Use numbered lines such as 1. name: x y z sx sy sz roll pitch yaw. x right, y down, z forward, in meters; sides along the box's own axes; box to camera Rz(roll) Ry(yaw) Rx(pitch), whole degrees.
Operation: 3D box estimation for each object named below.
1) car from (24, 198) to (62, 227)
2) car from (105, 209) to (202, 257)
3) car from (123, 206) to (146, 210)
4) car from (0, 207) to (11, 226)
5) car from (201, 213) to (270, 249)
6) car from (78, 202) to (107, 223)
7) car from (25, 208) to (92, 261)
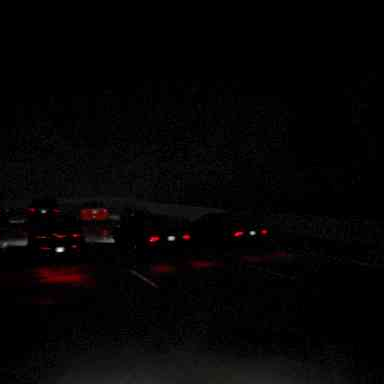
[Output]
1. car: -11.106 1.433 25.089 2.150 2.045 5.566 0 0 -23
2. car: -1.844 1.670 13.739 2.033 1.411 5.357 0 -1 -27
3. car: -4.937 1.850 28.503 1.895 1.301 4.718 0 -1 -22
4. car: -14.642 1.761 24.523 1.994 1.385 4.181 0 0 -22
5. car: 1.255 1.690 15.367 2.033 1.411 5.357 0 -1 -27
6. car: -8.205 1.584 27.275 2.097 1.767 4.553 0 -1 -22
7. car: -5.357 1.616 12.967 1.837 1.490 4.892 0 0 -27
